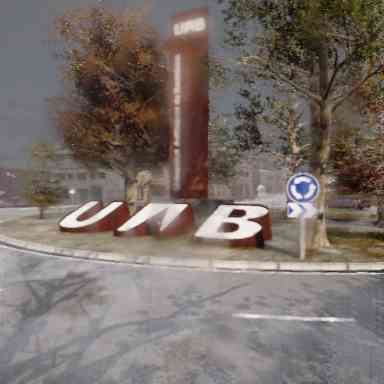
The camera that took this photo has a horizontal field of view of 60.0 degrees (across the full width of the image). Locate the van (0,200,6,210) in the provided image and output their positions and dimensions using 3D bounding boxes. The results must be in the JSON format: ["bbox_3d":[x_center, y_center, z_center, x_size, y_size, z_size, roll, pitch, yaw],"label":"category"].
[{"bbox_3d":[-40.799,2.800,69.147,4.442,1.987,1.878,-4,-2,35],"label":"van"}]

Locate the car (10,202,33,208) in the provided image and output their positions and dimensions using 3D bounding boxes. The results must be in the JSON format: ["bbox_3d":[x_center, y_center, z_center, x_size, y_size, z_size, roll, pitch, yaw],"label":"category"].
[{"bbox_3d":[-31.729,2.459,62.737,4.674,1.452,2.002,-4,-4,35],"label":"car"}]

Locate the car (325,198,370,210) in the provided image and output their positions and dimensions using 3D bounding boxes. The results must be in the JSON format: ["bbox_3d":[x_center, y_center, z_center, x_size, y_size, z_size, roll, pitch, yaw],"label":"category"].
[{"bbox_3d":[18.210,1.366,39.418,2.033,1.411,5.357,0,0,-42],"label":"car"}]

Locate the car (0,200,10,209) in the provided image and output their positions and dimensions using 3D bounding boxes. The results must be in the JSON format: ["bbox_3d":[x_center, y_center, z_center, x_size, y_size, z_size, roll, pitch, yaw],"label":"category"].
[{"bbox_3d":[-36.216,2.748,65.899,4.792,1.488,2.163,-4,-2,35],"label":"car"}]
